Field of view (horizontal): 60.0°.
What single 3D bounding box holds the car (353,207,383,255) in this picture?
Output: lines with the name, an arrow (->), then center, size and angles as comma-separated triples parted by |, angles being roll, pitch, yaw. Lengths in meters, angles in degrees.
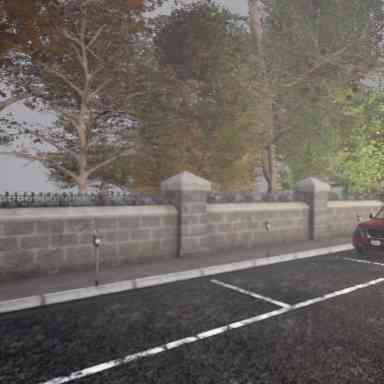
car -> 8.016, 1.335, 12.261 | 5.009, 1.841, 2.192 | 0, 0, -35
